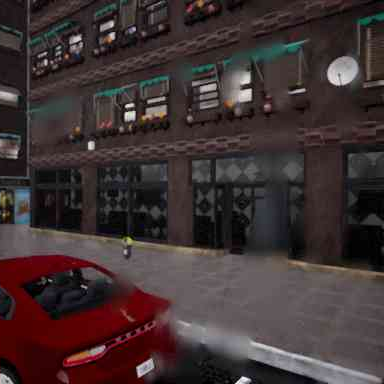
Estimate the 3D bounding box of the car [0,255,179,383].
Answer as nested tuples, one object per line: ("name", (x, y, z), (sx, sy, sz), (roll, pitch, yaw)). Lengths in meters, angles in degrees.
("car", (-2.262, 1.543, 4.478), (4.507, 1.381, 1.887), (0, 0, 35))
